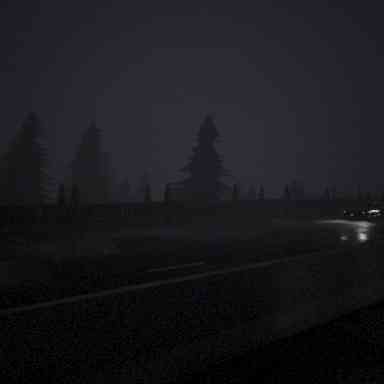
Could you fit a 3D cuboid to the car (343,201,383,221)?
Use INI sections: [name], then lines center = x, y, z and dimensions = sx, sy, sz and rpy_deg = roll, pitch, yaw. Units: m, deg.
[car]
center = 14.278, 1.507, 27.071
dimensions = 4.892, 1.490, 1.837
rpy_deg = 0, 0, -35
